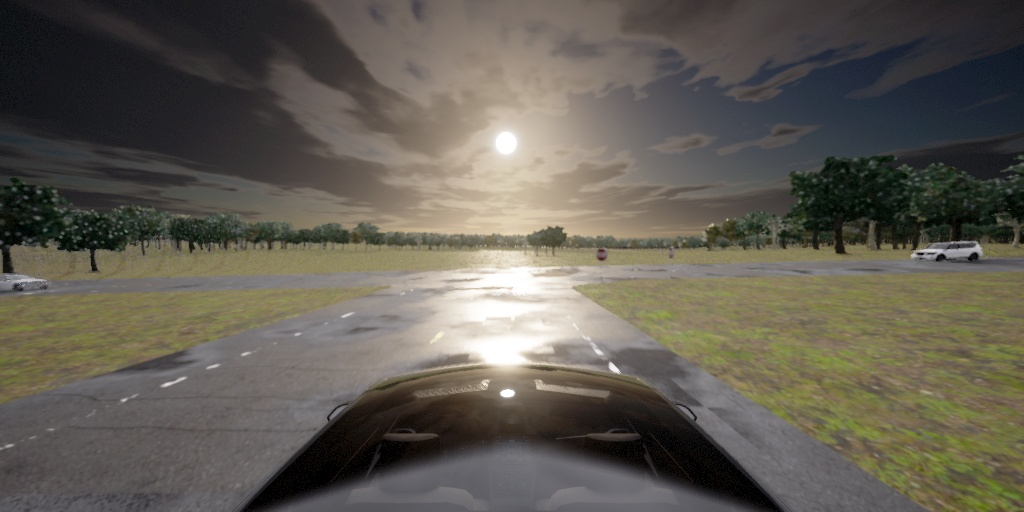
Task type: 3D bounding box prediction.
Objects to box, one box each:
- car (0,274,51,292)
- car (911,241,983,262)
[{"bbox_3d":[-41.492,2.209,29.811,4.674,1.442,1.812,-2,2,0],"label":"car"},{"bbox_3d":[44.236,-0.405,36.519,5.566,2.045,2.150,-3,2,0],"label":"car"}]
